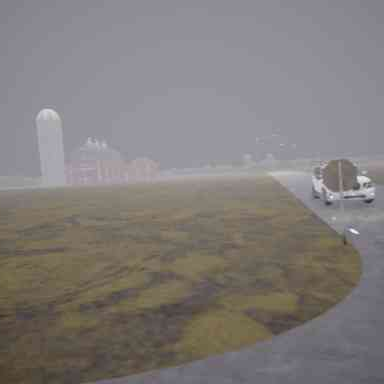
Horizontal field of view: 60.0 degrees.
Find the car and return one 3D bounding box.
[{"bbox_3d":[7.903,-0.496,17.996,2.150,2.045,5.566,-4,4,11],"label":"car"}]
